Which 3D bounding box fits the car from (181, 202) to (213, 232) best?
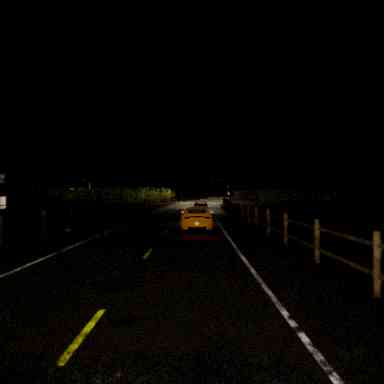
[{"bbox_3d":[0.330,1.634,21.154,1.882,1.535,5.008,0,0,1],"label":"car"}]
